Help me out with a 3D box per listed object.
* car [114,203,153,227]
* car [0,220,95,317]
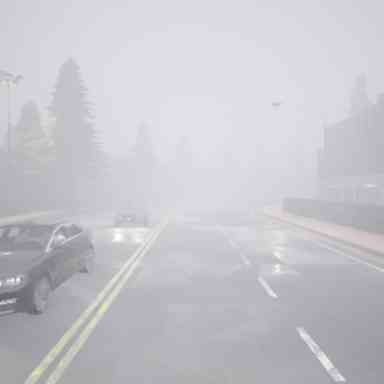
[{"bbox_3d":[-3.651,1.380,21.326,1.994,1.385,4.181,0,1,0],"label":"car"},{"bbox_3d":[-3.639,1.435,7.550,2.128,1.511,4.902,0,1,0],"label":"car"}]
